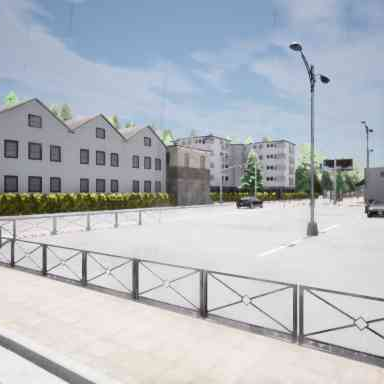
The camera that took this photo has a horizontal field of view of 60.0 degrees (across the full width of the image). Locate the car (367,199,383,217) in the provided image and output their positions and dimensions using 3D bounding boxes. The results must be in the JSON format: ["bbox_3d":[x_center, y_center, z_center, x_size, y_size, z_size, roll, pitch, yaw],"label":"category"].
[{"bbox_3d":[15.416,1.298,26.814,2.007,1.523,4.514,0,0,35],"label":"car"}]

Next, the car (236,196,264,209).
[{"bbox_3d":[7.360,1.286,41.957,1.882,1.535,5.008,0,0,35],"label":"car"}]
